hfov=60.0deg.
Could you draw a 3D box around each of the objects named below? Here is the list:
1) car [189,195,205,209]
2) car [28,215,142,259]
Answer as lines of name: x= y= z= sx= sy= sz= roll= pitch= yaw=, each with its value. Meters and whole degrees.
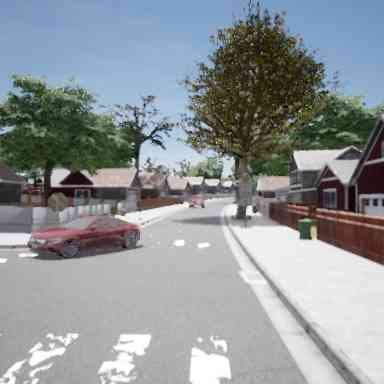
car: x=0.874 y=1.522 z=53.768 sx=2.150 sy=2.045 sz=5.566 roll=0 pitch=0 yaw=8
car: x=-4.011 y=1.656 z=13.264 sx=1.812 sy=1.442 sz=4.674 roll=1 pitch=-1 yaw=36
